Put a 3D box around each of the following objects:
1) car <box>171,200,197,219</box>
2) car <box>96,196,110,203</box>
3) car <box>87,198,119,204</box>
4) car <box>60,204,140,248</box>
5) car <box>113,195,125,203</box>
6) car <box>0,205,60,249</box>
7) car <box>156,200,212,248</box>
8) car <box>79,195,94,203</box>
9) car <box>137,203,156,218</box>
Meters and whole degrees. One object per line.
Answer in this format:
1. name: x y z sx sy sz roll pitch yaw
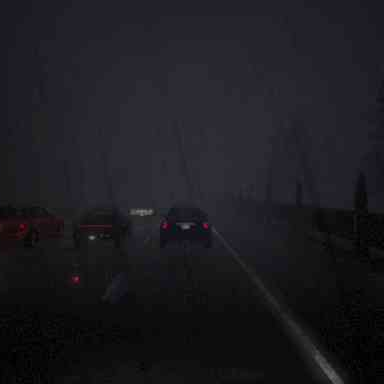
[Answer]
1. car: -0.709 1.493 29.844 2.128 1.511 4.902 0 0 -1
2. car: -19.187 1.551 71.634 1.895 1.301 4.718 0 0 -1
3. car: -7.707 1.530 29.681 1.812 1.442 4.674 0 0 -1
4. car: -3.816 1.492 14.833 2.128 1.511 4.902 0 0 -2
5. car: -15.688 1.480 71.746 1.812 1.442 4.674 0 0 -1
6. car: -7.312 1.363 14.678 2.097 1.767 4.553 0 0 -2
7. car: -0.317 1.363 14.927 2.097 1.767 4.553 0 0 -2
8. car: -22.687 1.434 71.583 1.882 1.535 5.008 0 0 -1
9. car: -4.209 1.614 29.793 1.895 1.301 4.718 0 0 -1
